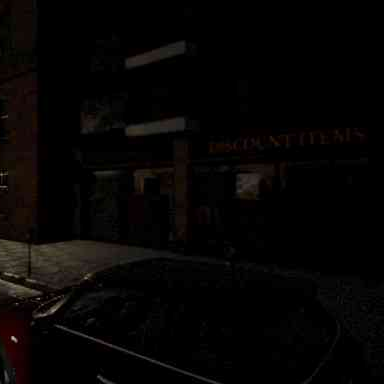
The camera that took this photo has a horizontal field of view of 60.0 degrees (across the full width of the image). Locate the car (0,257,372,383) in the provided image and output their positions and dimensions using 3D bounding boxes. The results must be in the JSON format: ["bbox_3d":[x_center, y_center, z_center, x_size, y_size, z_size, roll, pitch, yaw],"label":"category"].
[{"bbox_3d":[-0.503,1.433,3.431,4.097,1.590,1.967,0,0,35],"label":"car"}]
